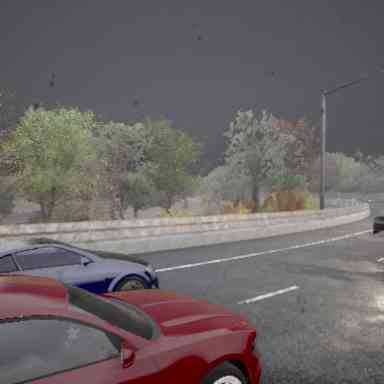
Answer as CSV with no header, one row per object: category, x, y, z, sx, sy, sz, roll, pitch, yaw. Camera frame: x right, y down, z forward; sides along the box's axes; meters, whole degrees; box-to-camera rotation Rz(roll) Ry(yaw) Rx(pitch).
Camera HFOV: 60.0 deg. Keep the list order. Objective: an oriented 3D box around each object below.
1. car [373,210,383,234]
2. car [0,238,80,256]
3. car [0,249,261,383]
car,12.467,1.784,20.198,1.837,1.490,4.892,1,0,42
car,-2.727,1.587,6.286,4.181,1.385,1.994,1,-1,-37
car,-1.570,1.483,2.756,5.008,1.535,1.882,1,0,-36
